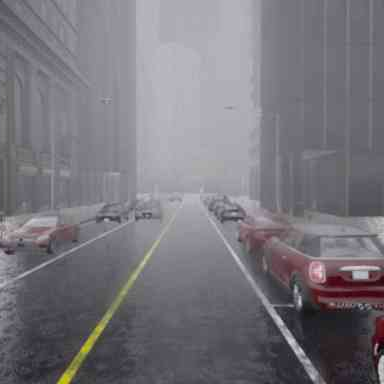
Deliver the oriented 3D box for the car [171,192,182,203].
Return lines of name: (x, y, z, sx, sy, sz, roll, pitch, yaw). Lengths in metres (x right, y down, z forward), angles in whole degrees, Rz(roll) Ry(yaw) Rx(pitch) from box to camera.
car: (-3.106, 0.964, 64.412, 2.150, 2.045, 5.566, 0, 0, 0)

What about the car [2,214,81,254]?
car: (-5.694, 1.537, 13.147, 1.802, 1.307, 4.206, -1, 0, 0)

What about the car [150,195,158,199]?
car: (-5.735, 1.388, 41.271, 1.887, 1.381, 4.507, -1, 0, 0)

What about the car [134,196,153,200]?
car: (-5.727, 1.432, 35.646, 1.947, 1.339, 4.313, -1, 0, 0)

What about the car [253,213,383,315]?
car: (2.838, 1.413, 7.538, 1.967, 1.590, 4.097, -1, 0, 0)

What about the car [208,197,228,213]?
car: (2.807, 1.453, 30.036, 1.947, 1.339, 4.313, -1, 0, 0)

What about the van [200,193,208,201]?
van: (2.740, 1.035, 75.031, 1.690, 1.788, 3.998, -1, 0, 0)

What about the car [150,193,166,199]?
car: (-5.753, 1.111, 52.519, 2.192, 1.841, 5.009, -1, 0, 0)

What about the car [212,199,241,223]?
car: (2.815, 1.476, 24.413, 1.947, 1.339, 4.313, -1, 0, 0)

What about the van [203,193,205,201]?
van: (2.781, 1.160, 46.909, 1.690, 1.788, 3.998, -1, 0, 0)

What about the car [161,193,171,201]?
car: (-5.784, 1.136, 75.018, 1.967, 1.590, 4.097, -1, 0, 0)

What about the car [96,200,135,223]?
car: (-5.710, 1.478, 24.397, 1.947, 1.339, 4.313, -1, 0, 0)

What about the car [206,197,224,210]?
car: (2.791, 1.387, 41.285, 1.887, 1.381, 4.507, -1, 0, 0)

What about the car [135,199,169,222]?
car: (-3.136, 1.471, 25.361, 1.994, 1.385, 4.181, 0, 0, 0)

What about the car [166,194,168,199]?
car: (-5.759, 1.316, 58.145, 1.887, 1.381, 4.507, -1, 0, 0)

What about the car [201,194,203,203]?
car: (2.775, 1.376, 52.534, 1.802, 1.307, 4.206, -1, 0, 0)

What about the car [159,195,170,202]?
car: (-5.775, 1.287, 69.395, 1.947, 1.339, 4.313, -1, 0, 0)

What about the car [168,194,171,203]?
car: (-5.767, 1.297, 63.769, 2.008, 1.369, 4.403, -1, 0, 0)

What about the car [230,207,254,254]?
car: (2.831, 1.498, 13.163, 1.887, 1.381, 4.507, -1, 0, 0)

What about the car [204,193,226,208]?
car: (2.796, 1.180, 35.660, 2.192, 1.841, 5.009, -1, 0, 0)

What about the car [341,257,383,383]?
car: (2.847, 1.537, 1.914, 1.887, 1.381, 4.507, -1, 0, 0)
